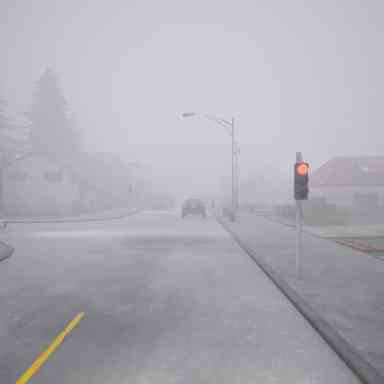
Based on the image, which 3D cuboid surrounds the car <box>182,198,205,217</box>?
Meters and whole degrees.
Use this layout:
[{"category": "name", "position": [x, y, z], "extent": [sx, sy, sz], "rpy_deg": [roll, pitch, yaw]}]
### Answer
[{"category": "car", "position": [0.161, 1.352, 31.515], "extent": [2.097, 1.767, 4.553], "rpy_deg": [0, 0, 1]}]

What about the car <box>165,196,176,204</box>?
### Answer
[{"category": "car", "position": [-3.978, 1.525, 62.323], "extent": [1.812, 1.442, 4.674], "rpy_deg": [0, 0, 0]}]

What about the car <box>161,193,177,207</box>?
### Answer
[{"category": "car", "position": [-4.027, 1.223, 51.815], "extent": [2.150, 2.045, 5.566], "rpy_deg": [0, 0, 0]}]

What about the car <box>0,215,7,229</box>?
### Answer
[{"category": "car", "position": [-12.604, 1.492, 17.904], "extent": [4.902, 1.511, 2.128], "rpy_deg": [0, 0, 0]}]

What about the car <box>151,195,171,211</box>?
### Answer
[{"category": "car", "position": [-4.043, 1.505, 41.749], "extent": [1.837, 1.490, 4.892], "rpy_deg": [0, 0, 0]}]
